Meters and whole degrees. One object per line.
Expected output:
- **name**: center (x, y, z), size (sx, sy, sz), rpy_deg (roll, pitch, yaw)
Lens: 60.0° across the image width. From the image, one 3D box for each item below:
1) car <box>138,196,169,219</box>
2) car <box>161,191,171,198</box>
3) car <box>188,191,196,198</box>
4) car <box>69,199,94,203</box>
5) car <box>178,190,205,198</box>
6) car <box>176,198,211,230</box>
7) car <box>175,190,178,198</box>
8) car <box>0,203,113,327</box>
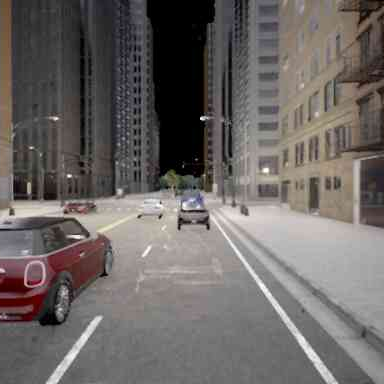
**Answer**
- **car**: center (-3.159, 1.284, 26.580), size (1.812, 1.442, 4.674), rpy_deg (0, 0, 0)
- **car**: center (-6.529, 0.567, 83.216), size (2.097, 1.767, 4.553), rpy_deg (0, 1, 0)
- **car**: center (-0.030, 0.527, 86.263), size (2.097, 1.767, 4.553), rpy_deg (0, 1, 0)
- **car**: center (-9.806, 1.298, 29.473), size (1.994, 1.385, 4.181), rpy_deg (0, 0, 1)
- **car**: center (0.038, 0.920, 32.425), size (2.150, 2.045, 5.566), rpy_deg (0, 0, 1)
- **car**: center (0.093, 1.312, 19.695), size (2.128, 1.511, 4.902), rpy_deg (0, 0, 0)
- **car**: center (-3.280, 0.401, 85.905), size (2.150, 2.045, 5.566), rpy_deg (0, 1, 0)
- **car**: center (-3.152, 1.288, 7.075), size (2.097, 1.767, 4.553), rpy_deg (0, 0, 0)
